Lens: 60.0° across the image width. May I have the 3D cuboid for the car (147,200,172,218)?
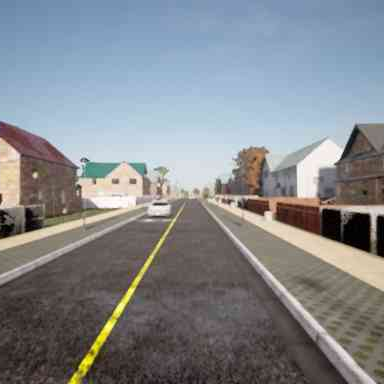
[{"bbox_3d":[-2.772,1.486,29.430,1.812,1.442,4.674,0,0,0],"label":"car"}]
